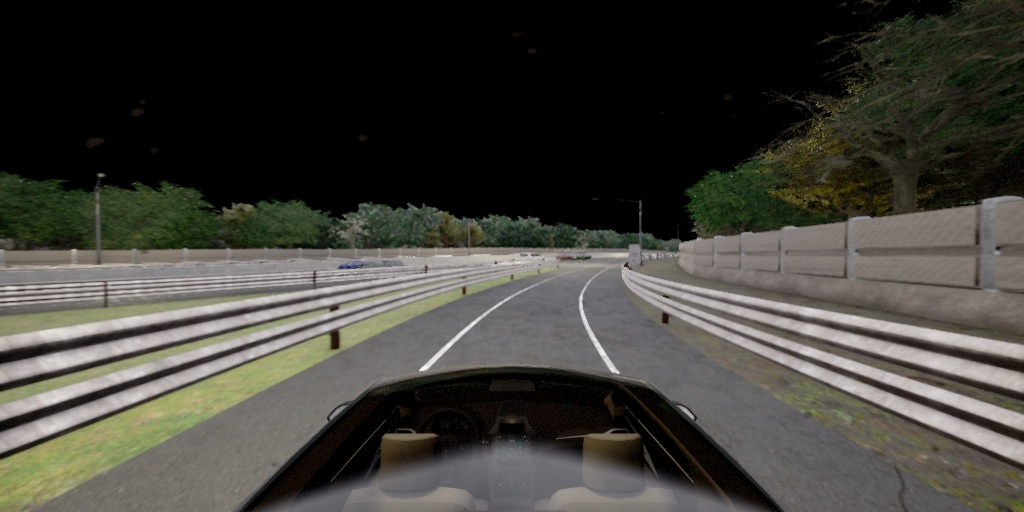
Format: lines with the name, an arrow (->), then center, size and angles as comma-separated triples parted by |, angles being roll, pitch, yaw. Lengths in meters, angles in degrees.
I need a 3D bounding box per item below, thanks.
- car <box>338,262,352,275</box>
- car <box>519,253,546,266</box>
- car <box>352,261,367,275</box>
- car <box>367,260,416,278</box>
car -> -17.801, 1.301, 42.206 | 1.882, 1.535, 5.008 | 1, 2, 38
car -> 3.332, 0.485, 57.662 | 2.150, 2.045, 5.566 | 1, 2, 38
car -> -15.059, 1.415, 40.033 | 1.994, 1.385, 4.181 | 1, 2, 38
car -> -12.334, 1.231, 37.831 | 2.097, 1.767, 4.553 | 1, 2, 38
